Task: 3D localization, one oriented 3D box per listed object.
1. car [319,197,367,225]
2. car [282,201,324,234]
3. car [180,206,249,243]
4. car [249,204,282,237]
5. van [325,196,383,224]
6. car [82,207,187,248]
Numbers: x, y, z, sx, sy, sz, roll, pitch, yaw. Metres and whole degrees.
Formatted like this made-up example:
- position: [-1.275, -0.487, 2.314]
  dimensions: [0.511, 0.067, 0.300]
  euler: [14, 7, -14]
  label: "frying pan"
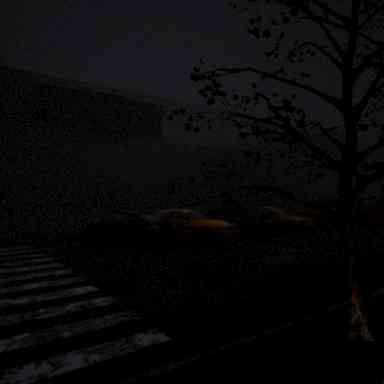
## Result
- position: [9.359, 1.394, 23.263]
  dimensions: [4.553, 1.767, 2.185]
  euler: [-1, -1, 34]
  label: "car"
- position: [4.630, 1.506, 19.714]
  dimensions: [5.366, 1.575, 1.946]
  euler: [-1, -1, 35]
  label: "car"
- position: [-0.229, 1.491, 16.252]
  dimensions: [5.366, 1.575, 1.946]
  euler: [-1, -1, 35]
  label: "car"
- position: [2.021, 1.534, 18.100]
  dimensions: [4.792, 1.488, 2.163]
  euler: [-1, -1, 35]
  label: "car"
- position: [11.869, 1.294, 24.956]
  dimensions: [4.442, 1.987, 1.878]
  euler: [-1, -1, 35]
  label: "van"
- position: [-2.809, 1.533, 14.620]
  dimensions: [4.674, 1.452, 2.002]
  euler: [-1, -1, 35]
  label: "car"
